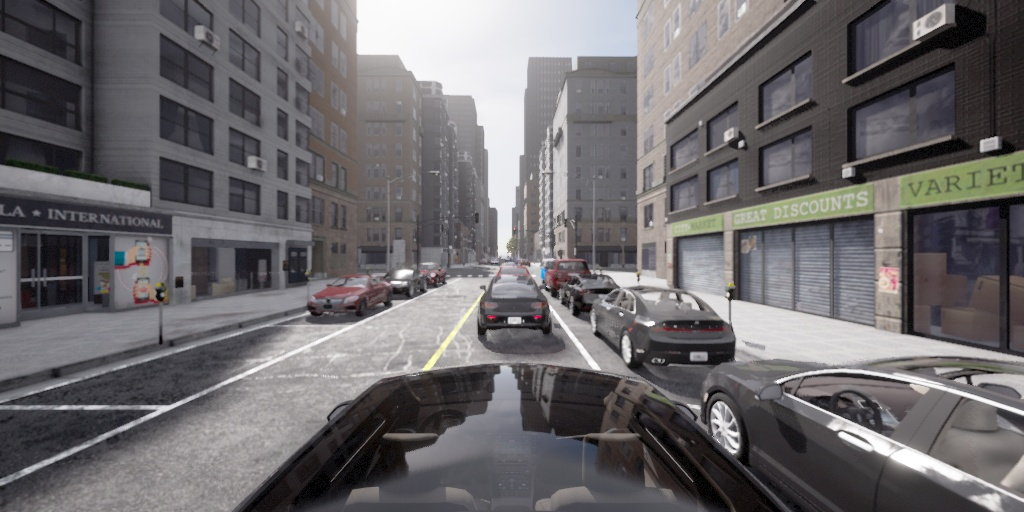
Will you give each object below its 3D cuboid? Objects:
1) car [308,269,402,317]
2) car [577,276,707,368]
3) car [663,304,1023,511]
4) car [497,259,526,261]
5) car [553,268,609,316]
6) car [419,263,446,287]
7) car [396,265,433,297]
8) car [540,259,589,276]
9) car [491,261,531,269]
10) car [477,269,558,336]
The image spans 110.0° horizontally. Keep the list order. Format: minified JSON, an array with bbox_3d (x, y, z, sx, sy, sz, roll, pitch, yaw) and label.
[{"bbox_3d":[-5.682,1.328,13.161,1.802,1.307,4.207,0,0,0],"label":"car"},{"bbox_3d":[2.851,1.298,7.656,2.007,1.370,4.403,0,0,0],"label":"car"},{"bbox_3d":[2.858,1.300,2.132,2.007,1.370,4.403,0,0,0],"label":"car"},{"bbox_3d":[0.031,1.245,28.406,1.837,1.490,4.892,0,0,2],"label":"car"},{"bbox_3d":[2.844,1.311,13.179,1.948,1.339,4.313,0,0,0],"label":"car"},{"bbox_3d":[-5.695,1.181,24.211,1.967,1.591,4.097,0,0,0],"label":"car"},{"bbox_3d":[-5.688,1.309,18.686,1.948,1.339,4.313,0,0,0],"label":"car"},{"bbox_3d":[2.838,1.058,18.703,2.192,1.841,5.009,0,0,0],"label":"car"},{"bbox_3d":[0.078,1.221,18.234,1.882,1.535,5.008,0,0,0],"label":"car"},{"bbox_3d":[0.031,1.272,10.301,1.812,1.442,4.674,0,0,-1],"label":"car"}]
